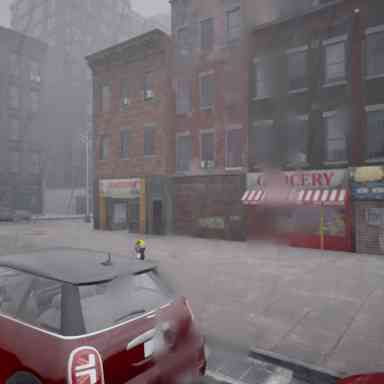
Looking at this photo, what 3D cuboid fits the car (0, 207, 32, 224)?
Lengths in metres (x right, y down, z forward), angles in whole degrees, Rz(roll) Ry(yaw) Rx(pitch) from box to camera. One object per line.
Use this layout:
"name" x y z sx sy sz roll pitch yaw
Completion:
"car" -15.900 1.881 26.834 2.033 1.411 5.357 -1 -2 36

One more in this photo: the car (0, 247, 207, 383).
"car" -1.921 1.441 4.212 4.097 1.590 1.967 0 0 36

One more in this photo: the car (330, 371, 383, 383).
"car" 2.542 1.544 0.991 4.507 1.381 1.887 0 0 36
